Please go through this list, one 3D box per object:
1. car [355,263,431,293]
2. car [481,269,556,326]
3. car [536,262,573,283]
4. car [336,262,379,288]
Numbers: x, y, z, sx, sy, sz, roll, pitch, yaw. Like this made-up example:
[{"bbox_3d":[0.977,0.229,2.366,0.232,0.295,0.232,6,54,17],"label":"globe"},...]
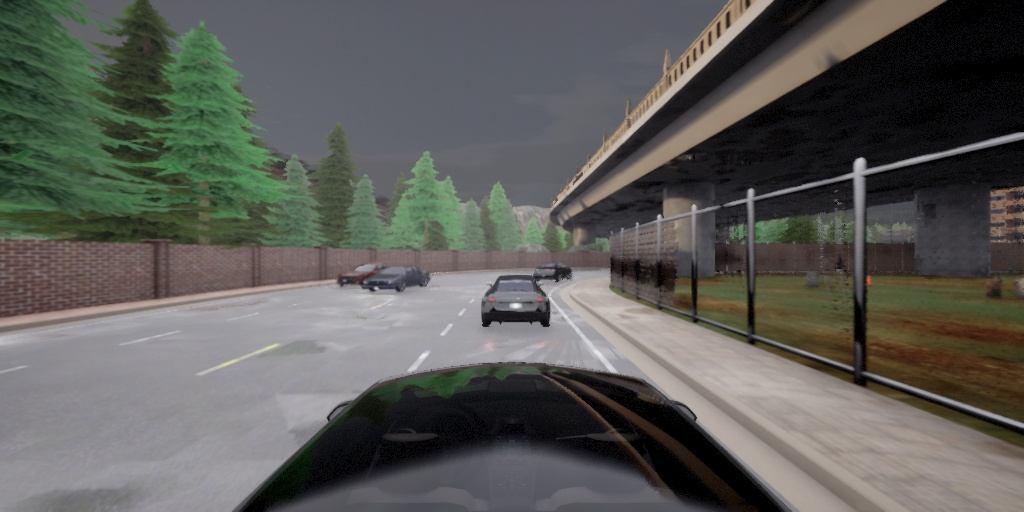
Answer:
[{"bbox_3d":[-6.473,1.259,20.870,2.033,1.411,5.357,0,0,10],"label":"car"},{"bbox_3d":[0.109,1.294,11.575,1.994,1.385,4.181,0,0,0],"label":"car"},{"bbox_3d":[3.290,1.190,27.595,2.128,1.511,4.902,0,0,26],"label":"car"},{"bbox_3d":[-9.275,1.184,23.569,1.882,1.535,5.008,0,0,14],"label":"car"}]
